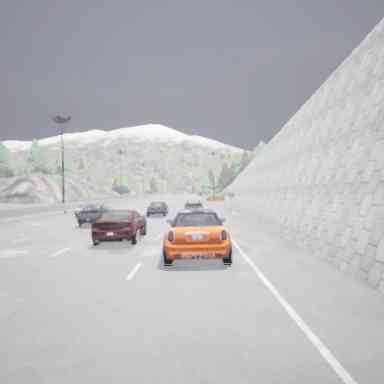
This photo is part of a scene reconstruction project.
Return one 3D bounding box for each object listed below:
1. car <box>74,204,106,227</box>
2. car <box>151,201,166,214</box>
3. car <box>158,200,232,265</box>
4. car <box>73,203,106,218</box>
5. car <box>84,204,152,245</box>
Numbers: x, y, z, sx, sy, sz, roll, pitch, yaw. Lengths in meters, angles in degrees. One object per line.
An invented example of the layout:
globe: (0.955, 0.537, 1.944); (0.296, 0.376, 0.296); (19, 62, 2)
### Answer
car: (-6.856, 1.647, 24.396); (2.128, 1.511, 4.902); (-1, 0, 0)
car: (-3.367, 1.631, 33.129); (2.033, 1.411, 5.357); (-1, 0, 0)
car: (0.157, 1.353, 11.875); (2.097, 1.767, 4.553); (-1, 0, 0)
car: (-10.366, 1.834, 34.044); (1.895, 1.301, 4.718); (-1, 0, 0)
car: (-3.344, 1.554, 16.050); (1.882, 1.535, 5.008); (-1, 0, 0)
